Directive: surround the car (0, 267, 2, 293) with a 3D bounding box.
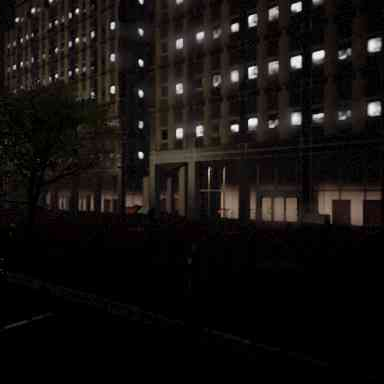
[{"bbox_3d":[-5.602,1.518,6.868,4.403,1.369,2.008,0,0,35],"label":"car"}]
